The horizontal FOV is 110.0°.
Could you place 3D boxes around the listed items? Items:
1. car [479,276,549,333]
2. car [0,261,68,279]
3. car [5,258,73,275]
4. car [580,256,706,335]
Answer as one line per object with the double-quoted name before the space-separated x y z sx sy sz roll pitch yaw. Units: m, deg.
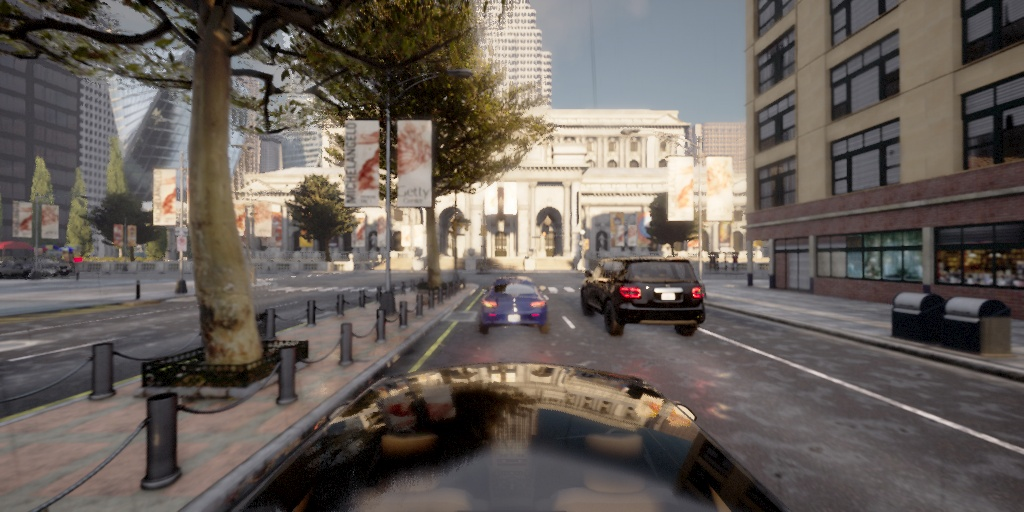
"car" 0.069 1.337 10.869 1.812 1.442 4.674 0 0 0
"car" -47.244 1.462 34.833 4.902 1.511 2.128 0 0 -2
"car" -50.687 1.215 38.242 5.566 2.045 2.150 0 0 -3
"car" 3.575 1.034 10.884 2.150 2.045 5.566 0 0 0
